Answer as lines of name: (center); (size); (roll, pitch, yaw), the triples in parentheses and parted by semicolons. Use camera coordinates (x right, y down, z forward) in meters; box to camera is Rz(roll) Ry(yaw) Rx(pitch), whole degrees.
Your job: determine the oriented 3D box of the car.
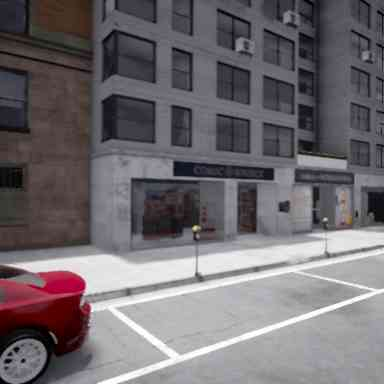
car: (-3.453, 1.537, 3.726); (4.507, 1.381, 1.887); (1, 0, -36)
